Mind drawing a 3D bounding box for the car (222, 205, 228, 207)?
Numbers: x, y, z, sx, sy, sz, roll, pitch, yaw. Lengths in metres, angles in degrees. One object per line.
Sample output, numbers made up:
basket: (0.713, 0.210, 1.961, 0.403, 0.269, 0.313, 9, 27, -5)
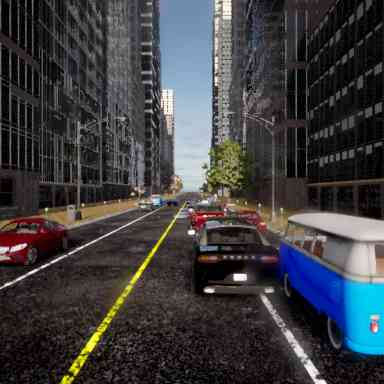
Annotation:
car: (2.747, 1.581, 17.190, 1.802, 1.307, 4.206, 0, 0, 0)

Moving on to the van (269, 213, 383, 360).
van: (2.709, 1.341, 5.807, 1.690, 1.788, 3.998, 0, 0, 0)

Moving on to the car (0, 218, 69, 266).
car: (-5.653, 1.582, 11.529, 1.802, 1.307, 4.206, 0, 0, 0)

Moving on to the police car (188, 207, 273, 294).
police car: (0.929, 1.425, 8.941, 1.930, 1.638, 5.238, 0, 0, 0)

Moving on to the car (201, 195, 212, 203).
car: (2.918, 1.401, 68.422, 1.967, 1.590, 4.097, 0, 0, 0)

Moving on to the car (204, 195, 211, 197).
car: (2.842, 1.544, 45.653, 2.008, 1.369, 4.403, 0, 0, 0)

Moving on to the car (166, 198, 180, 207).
car: (-2.834, 1.589, 50.622, 1.895, 1.301, 4.718, 0, 0, 0)

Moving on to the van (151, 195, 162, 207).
van: (-5.520, 1.328, 51.377, 1.690, 1.788, 3.998, 0, 0, 0)

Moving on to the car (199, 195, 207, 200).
car: (2.994, 1.462, 91.193, 1.887, 1.381, 4.507, 0, 0, 0)

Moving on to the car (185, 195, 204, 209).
car: (0.160, 1.485, 45.729, 2.128, 1.511, 4.902, 0, 0, 0)

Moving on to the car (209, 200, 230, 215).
car: (2.804, 1.581, 34.268, 1.802, 1.307, 4.206, 0, 0, 0)

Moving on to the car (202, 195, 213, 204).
car: (2.899, 1.410, 62.730, 1.967, 1.590, 4.097, 0, 0, 0)

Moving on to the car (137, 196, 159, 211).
car: (-5.558, 1.548, 39.992, 2.008, 1.369, 4.403, 0, 0, 0)

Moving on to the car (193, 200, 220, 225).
car: (0.983, 1.455, 25.021, 1.801, 1.575, 5.366, 0, 0, 0)

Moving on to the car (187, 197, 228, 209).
car: (0.912, 1.351, 18.794, 2.097, 1.767, 4.553, 0, 0, 0)
